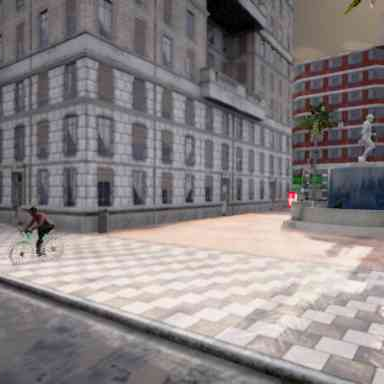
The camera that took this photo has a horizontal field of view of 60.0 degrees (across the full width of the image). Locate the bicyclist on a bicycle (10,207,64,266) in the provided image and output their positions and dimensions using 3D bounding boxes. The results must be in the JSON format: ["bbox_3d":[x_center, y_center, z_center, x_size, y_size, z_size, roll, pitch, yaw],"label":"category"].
[{"bbox_3d":[-4.442,1.247,9.630,0.582,1.620,1.656,0,0,36],"label":"bicyclist on a bicycle"}]
